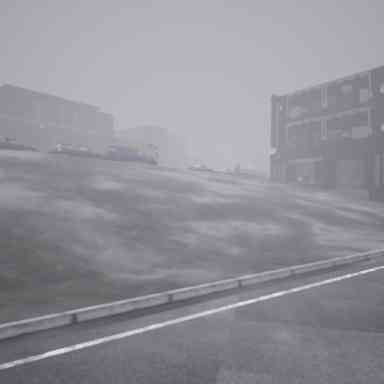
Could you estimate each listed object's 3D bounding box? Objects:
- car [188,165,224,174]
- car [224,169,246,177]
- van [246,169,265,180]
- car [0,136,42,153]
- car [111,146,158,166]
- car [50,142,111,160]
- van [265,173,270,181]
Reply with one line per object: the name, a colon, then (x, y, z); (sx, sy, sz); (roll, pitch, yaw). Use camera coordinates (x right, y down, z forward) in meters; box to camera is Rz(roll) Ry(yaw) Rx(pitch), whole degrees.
car: (1.401, -2.577, 41.104); (2.002, 1.452, 4.674); (0, -2, 41)
car: (4.964, -2.341, 45.343); (2.002, 1.452, 4.674); (1, -2, 40)
van: (8.552, -2.341, 49.743); (1.878, 1.987, 4.442); (1, -2, 39)
car: (-13.772, -3.349, 24.802); (4.892, 1.521, 2.231); (2, -1, -44)
car: (-5.931, -3.276, 32.866); (2.435, 2.045, 5.566); (0, -1, 44)
car: (-9.806, -3.323, 28.807); (2.185, 1.767, 4.553); (0, -1, 45)
van: (11.938, -2.062, 54.118); (1.878, 1.987, 4.442); (1, -3, 38)
